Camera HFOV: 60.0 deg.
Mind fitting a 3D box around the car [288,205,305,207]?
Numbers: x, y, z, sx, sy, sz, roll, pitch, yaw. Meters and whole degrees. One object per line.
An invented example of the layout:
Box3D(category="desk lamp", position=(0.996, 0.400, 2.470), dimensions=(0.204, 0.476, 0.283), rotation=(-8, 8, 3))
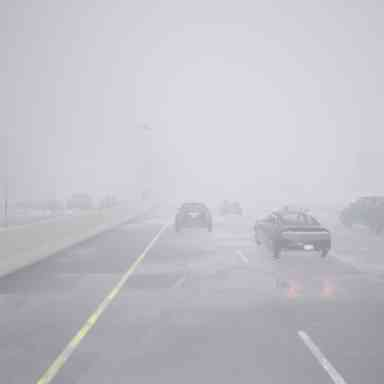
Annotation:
Box3D(category="car", position=(7.101, 1.602, 23.671), dimensions=(1.895, 1.301, 4.718), rotation=(0, 0, 0))

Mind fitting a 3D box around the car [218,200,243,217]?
Box3D(category="car", position=(3.576, 1.493, 31.427), dimensions=(2.128, 1.511, 4.902), rotation=(0, 0, 0))

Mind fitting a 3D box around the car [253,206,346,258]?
Box3D(category="car", position=(3.601, 1.492, 12.702), dimensions=(2.128, 1.511, 4.902), rotation=(0, 0, 0))

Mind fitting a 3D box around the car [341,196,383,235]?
Box3D(category="car", position=(10.601, 1.222, 19.012), dimensions=(2.150, 2.045, 5.566), rotation=(0, 0, 0))

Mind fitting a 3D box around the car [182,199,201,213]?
Box3D(category="car", position=(-0.084, 1.550, 39.170), dimensions=(2.033, 1.411, 5.357), rotation=(0, 0, -2))

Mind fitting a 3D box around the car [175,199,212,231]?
Box3D(category="car", position=(0.101, 1.353, 20.464), dimensions=(2.097, 1.767, 4.553), rotation=(0, 0, 0))
